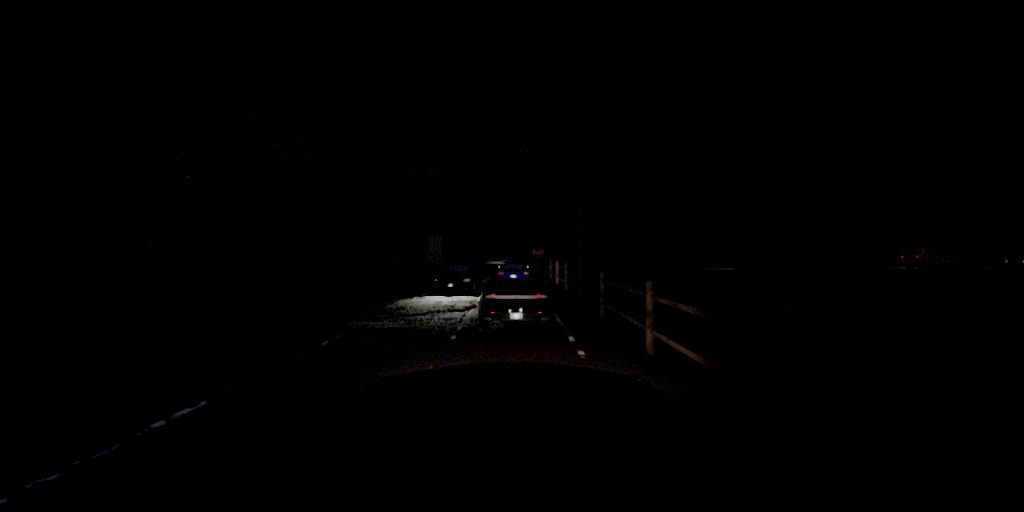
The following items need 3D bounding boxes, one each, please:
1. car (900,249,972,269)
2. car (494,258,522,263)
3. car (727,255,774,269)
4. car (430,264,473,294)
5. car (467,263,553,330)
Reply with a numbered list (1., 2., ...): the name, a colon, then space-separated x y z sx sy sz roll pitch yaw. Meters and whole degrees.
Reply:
1. car: 43.802 0.272 37.174 5.566 2.045 2.150 0 0 0
2. car: 0.094 1.048 21.436 1.994 1.385 4.181 0 1 0
3. car: 26.437 0.646 39.766 4.674 1.442 1.812 0 0 -1
4. car: -2.751 1.095 18.041 1.994 1.385 4.181 0 1 0
5. car: 0.100 1.124 10.611 2.128 1.511 4.902 0 1 0
